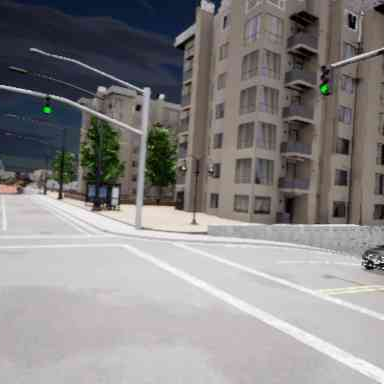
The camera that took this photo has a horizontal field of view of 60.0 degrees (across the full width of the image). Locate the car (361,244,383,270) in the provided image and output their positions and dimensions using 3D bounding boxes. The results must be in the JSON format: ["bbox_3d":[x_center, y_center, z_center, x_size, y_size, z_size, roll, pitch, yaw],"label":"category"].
[{"bbox_3d":[9.310,2.795,14.218,4.892,1.490,1.837,8,-2,-30],"label":"car"}]
